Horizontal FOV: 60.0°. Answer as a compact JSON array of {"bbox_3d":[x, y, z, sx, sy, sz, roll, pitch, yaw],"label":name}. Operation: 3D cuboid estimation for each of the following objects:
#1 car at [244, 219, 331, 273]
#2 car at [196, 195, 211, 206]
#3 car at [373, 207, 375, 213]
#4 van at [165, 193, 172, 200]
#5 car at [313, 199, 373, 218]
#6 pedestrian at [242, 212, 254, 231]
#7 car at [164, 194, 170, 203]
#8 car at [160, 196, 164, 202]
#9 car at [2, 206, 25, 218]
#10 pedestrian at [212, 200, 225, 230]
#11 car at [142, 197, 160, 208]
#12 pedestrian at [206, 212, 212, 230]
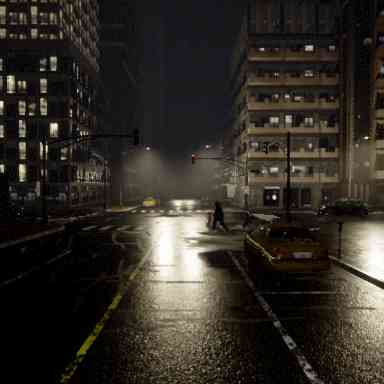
[{"bbox_3d":[2.719,1.522,10.520,1.752,1.417,4.829,-1,0,0],"label":"car"},{"bbox_3d":[2.213,1.536,53.957,2.008,1.369,4.403,-1,0,0],"label":"car"},{"bbox_3d":[16.027,1.622,33.600,4.403,1.369,2.008,0,0,0],"label":"car"},{"bbox_3d":[-6.513,1.320,93.465,1.690,1.788,3.998,-1,0,0],"label":"van"},{"bbox_3d":[13.796,1.447,31.033,4.553,1.767,2.097,0,1,1],"label":"car"},{"bbox_3d":[3.225,1.288,19.277,0.375,1.860,0.375,-1,1,0],"label":"pedestrian"},{"bbox_3d":[-6.314,1.527,70.846,1.887,1.381,4.507,-1,0,0],"label":"car"},{"bbox_3d":[-6.166,1.551,53.884,1.947,1.339,4.313,-1,0,0],"label":"car"},{"bbox_3d":[-16.787,1.489,27.996,4.718,1.301,1.895,0,1,0],"label":"car"},{"bbox_3d":[1.496,1.288,18.664,0.375,1.860,0.375,-1,1,0],"label":"pedestrian"},{"bbox_3d":[-6.116,1.512,48.060,1.752,1.417,4.829,-1,0,0],"label":"car"},{"bbox_3d":[1.107,1.667,19.866,0.500,1.100,0.500,-1,1,0],"label":"pedestrian"}]
